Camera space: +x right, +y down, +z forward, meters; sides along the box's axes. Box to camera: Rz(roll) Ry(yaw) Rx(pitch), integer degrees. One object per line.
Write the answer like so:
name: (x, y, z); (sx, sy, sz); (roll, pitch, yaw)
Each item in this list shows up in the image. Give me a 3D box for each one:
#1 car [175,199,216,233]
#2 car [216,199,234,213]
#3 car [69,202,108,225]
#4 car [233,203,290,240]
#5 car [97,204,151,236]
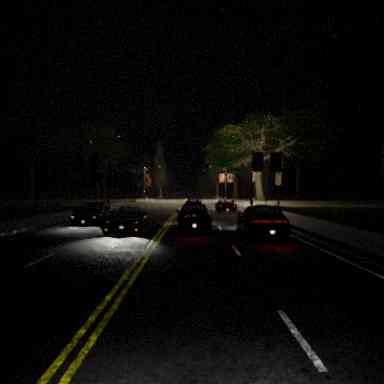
car: (0.126, 1.381, 18.729); (1.837, 1.490, 4.892); (0, 0, 0)
car: (3.393, 1.392, 33.880); (1.895, 1.301, 4.718); (0, 0, 0)
car: (-6.570, 1.398, 22.698); (2.033, 1.411, 5.357); (0, 0, 0)
car: (3.371, 1.397, 16.313); (1.837, 1.490, 4.892); (0, 0, 0)
car: (-3.326, 1.448, 17.607); (1.994, 1.385, 4.181); (0, 0, 0)
